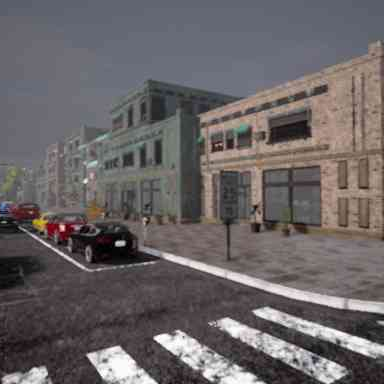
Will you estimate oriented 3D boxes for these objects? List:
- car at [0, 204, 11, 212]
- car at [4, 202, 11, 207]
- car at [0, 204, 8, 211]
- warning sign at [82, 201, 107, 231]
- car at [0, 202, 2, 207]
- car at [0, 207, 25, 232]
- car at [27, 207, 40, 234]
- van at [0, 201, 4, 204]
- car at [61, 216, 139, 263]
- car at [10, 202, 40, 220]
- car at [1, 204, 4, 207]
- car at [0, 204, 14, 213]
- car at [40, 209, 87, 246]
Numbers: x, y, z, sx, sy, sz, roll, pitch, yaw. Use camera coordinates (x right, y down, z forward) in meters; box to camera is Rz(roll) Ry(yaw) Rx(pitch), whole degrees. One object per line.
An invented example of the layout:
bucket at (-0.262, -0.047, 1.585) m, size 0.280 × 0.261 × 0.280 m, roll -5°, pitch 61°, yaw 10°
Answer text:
car at (-33.742, 2.841, 59.681) m, size 1.802 × 1.307 × 4.206 m, roll -1°, pitch -1°, yaw -33°
car at (-21.676, 2.305, 41.061) m, size 1.967 × 1.590 × 4.097 m, roll -1°, pitch -1°, yaw -33°
car at (-36.759, 2.940, 64.336) m, size 1.802 × 1.307 × 4.206 m, roll -1°, pitch -1°, yaw -33°
warning sign at (-6.435, 1.544, 21.937) m, size 1.300 × 1.860 × 1.060 m, roll 1°, pitch -1°, yaw -33°
car at (-26.954, 2.461, 44.436) m, size 2.128 × 1.511 × 4.902 m, roll 0°, pitch -1°, yaw -33°
car at (-13.617, 2.080, 23.870) m, size 2.033 × 1.411 × 5.357 m, roll 0°, pitch -1°, yaw -33°
car at (-9.699, 1.998, 22.582) m, size 1.752 × 1.417 × 4.829 m, roll -1°, pitch -1°, yaw -33°
van at (-27.713, 2.403, 50.372) m, size 1.690 × 1.788 × 3.998 m, roll -1°, pitch -1°, yaw -33°
car at (-3.571, 1.838, 13.128) m, size 1.947 × 1.339 × 4.313 m, roll -1°, pitch -1°, yaw -33°
car at (-15.645, 1.982, 31.751) m, size 2.192 × 1.841 × 5.009 m, roll -1°, pitch -1°, yaw -33°
car at (-24.690, 2.545, 45.715) m, size 1.802 × 1.307 × 4.206 m, roll -1°, pitch -1°, yaw -33°
car at (-30.725, 2.705, 55.026) m, size 1.887 × 1.381 × 4.507 m, roll -1°, pitch -1°, yaw -33°
car at (-6.590, 1.811, 17.785) m, size 1.967 × 1.590 × 4.097 m, roll -1°, pitch -1°, yaw -33°
